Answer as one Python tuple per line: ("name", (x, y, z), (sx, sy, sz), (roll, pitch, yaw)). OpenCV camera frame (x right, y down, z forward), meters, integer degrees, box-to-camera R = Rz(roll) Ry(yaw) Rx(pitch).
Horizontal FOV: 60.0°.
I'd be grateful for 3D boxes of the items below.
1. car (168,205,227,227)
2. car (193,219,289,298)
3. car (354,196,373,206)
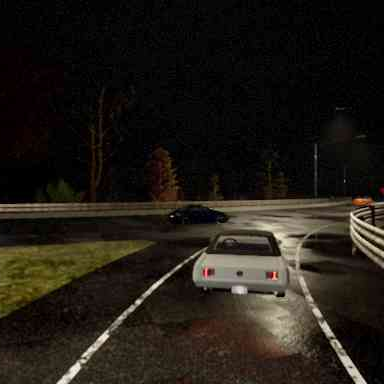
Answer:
("car", (0.382, 1.621, 23.447), (4.181, 1.385, 1.994), (0, 0, -29))
("car", (1.388, 1.623, 8.651), (1.895, 1.301, 4.718), (0, 0, 12))
("car", (29.069, 1.496, 56.466), (2.097, 1.767, 4.553), (0, 0, 39))
